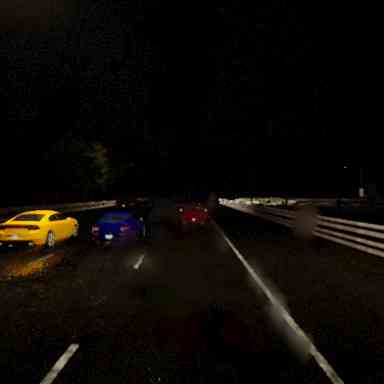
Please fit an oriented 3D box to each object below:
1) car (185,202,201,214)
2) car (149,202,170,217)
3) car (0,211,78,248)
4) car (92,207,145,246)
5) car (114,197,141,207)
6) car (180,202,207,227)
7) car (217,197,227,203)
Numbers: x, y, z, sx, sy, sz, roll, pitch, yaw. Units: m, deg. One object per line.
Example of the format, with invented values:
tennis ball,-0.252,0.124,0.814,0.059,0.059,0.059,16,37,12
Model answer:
car,0.116,1.937,41.893,1.895,1.301,4.718,0,0,0
car,-3.390,1.781,35.066,2.128,1.511,4.902,0,0,0
car,-6.897,1.613,15.444,1.882,1.535,5.008,0,0,0
car,-3.395,1.665,15.883,1.812,1.442,4.674,0,0,0
car,-6.888,1.518,36.101,2.150,2.045,5.566,0,0,0
car,0.110,1.688,24.555,1.882,1.535,5.008,0,0,0
car,7.648,2.039,83.381,2.128,1.511,4.902,0,-1,-10
